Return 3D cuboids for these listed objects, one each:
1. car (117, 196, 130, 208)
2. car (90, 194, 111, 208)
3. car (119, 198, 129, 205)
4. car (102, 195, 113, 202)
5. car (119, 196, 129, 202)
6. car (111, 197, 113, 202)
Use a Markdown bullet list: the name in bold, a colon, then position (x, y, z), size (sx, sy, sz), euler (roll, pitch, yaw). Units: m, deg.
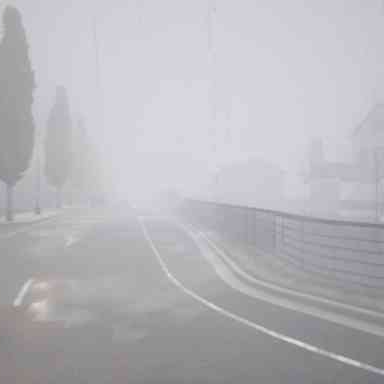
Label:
- **car**: position (-10.523, 1.636, 51.038), size (1.812, 1.442, 4.674), euler (1, 0, -11)
- **car**: position (-13.813, 1.293, 49.622), size (2.150, 2.045, 5.566), euler (1, 0, -11)
- **car**: position (-12.750, 1.737, 62.595), size (1.895, 1.301, 4.718), euler (1, 0, -10)
- **car**: position (-17.919, 1.434, 70.596), size (1.994, 1.385, 4.181), euler (1, 0, -11)
- **car**: position (-14.482, 1.473, 71.254), size (1.994, 1.385, 4.181), euler (1, 0, -11)
- **car**: position (-16.181, 1.588, 61.900), size (2.128, 1.511, 4.902), euler (1, 0, -11)
